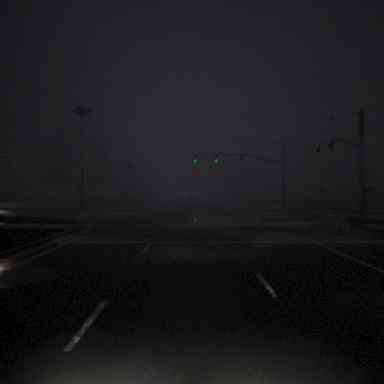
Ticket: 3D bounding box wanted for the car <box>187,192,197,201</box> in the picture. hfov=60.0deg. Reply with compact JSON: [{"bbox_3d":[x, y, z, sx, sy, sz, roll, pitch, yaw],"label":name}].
[{"bbox_3d":[0.011,1.090,66.297,1.812,1.442,4.674,0,0,0],"label":"car"}]
